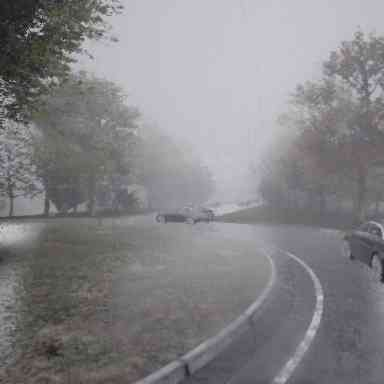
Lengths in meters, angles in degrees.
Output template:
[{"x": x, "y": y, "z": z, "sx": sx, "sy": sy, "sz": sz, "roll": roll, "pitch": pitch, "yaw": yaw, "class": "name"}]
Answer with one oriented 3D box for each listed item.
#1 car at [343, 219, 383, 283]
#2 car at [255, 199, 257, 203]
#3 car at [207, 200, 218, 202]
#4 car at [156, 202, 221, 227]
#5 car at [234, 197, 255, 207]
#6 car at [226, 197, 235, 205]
[{"x": 5.828, "y": 1.526, "z": 9.612, "sx": 2.128, "sy": 1.511, "sz": 4.902, "roll": -1, "pitch": 0, "yaw": 11, "class": "car"}, {"x": 14.166, "y": 1.894, "z": 74.703, "sx": 1.994, "sy": 1.385, "sz": 4.181, "roll": -1, "pitch": 0, "yaw": 19, "class": "car"}, {"x": 3.283, "y": 1.981, "z": 54.414, "sx": 2.033, "sy": 1.411, "sz": 5.357, "roll": -1, "pitch": -1, "yaw": 20, "class": "car"}, {"x": -0.615, "y": 1.711, "z": 24.921, "sx": 4.902, "sy": 1.511, "sz": 2.128, "roll": -1, "pitch": -1, "yaw": 39, "class": "car"}, {"x": 9.959, "y": 1.992, "z": 62.582, "sx": 2.033, "sy": 1.411, "sz": 5.357, "roll": -1, "pitch": 0, "yaw": 20, "class": "car"}, {"x": 8.613, "y": 1.854, "z": 69.423, "sx": 2.097, "sy": 1.767, "sz": 4.553, "roll": -1, "pitch": -1, "yaw": 19, "class": "car"}]
